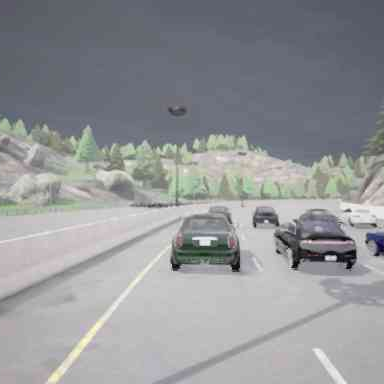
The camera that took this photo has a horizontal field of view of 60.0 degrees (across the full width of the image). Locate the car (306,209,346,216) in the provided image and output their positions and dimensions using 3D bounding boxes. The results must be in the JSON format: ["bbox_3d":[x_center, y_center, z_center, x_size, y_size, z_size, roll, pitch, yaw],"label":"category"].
[{"bbox_3d":[8.763,1.875,23.307,2.033,1.411,5.357,0,-1,9],"label":"car"}]

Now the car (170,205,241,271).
[{"bbox_3d":[0.548,1.514,11.719,2.097,1.767,4.553,0,-1,5],"label":"car"}]

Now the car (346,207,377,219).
[{"bbox_3d":[12.699,1.889,25.689,1.812,1.442,4.674,0,-1,9],"label":"car"}]

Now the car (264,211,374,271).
[{"bbox_3d":[4.050,1.656,11.631,2.128,1.511,4.902,0,-1,5],"label":"car"}]

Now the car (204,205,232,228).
[{"bbox_3d":[2.166,1.869,26.331,1.837,1.490,4.892,0,0,9],"label":"car"}]

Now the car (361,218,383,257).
[{"bbox_3d":[7.491,1.757,10.847,1.895,1.301,4.718,0,-1,5],"label":"car"}]

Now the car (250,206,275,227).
[{"bbox_3d":[5.639,1.866,25.892,1.837,1.490,4.892,0,0,9],"label":"car"}]
